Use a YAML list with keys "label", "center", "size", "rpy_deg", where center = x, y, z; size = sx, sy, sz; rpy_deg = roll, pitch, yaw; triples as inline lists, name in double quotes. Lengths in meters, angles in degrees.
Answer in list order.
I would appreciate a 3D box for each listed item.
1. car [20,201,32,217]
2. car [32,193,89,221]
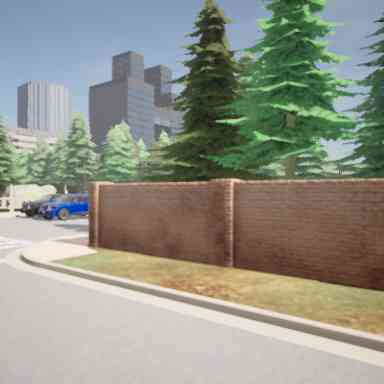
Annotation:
- label: "car"
  center: [-12.227, 1.146, 29.680]
  size: [2.150, 2.045, 5.566]
  rpy_deg: [0, 0, 35]
- label: "car"
  center: [-9.675, 1.156, 27.314]
  size: [2.150, 2.045, 5.566]
  rpy_deg: [0, 0, 32]
